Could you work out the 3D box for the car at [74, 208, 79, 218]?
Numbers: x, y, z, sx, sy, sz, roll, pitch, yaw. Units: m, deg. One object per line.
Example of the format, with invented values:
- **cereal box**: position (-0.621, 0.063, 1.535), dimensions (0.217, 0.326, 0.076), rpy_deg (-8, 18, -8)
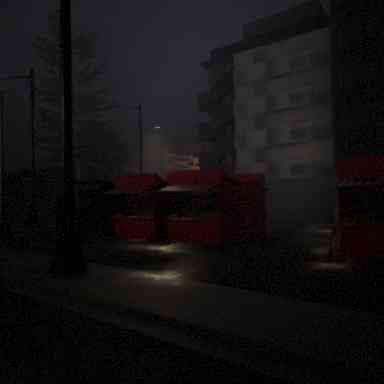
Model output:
- **car**: position (-8.694, 1.847, 30.549), dimensions (1.812, 1.442, 4.674), rpy_deg (-2, -1, 36)
